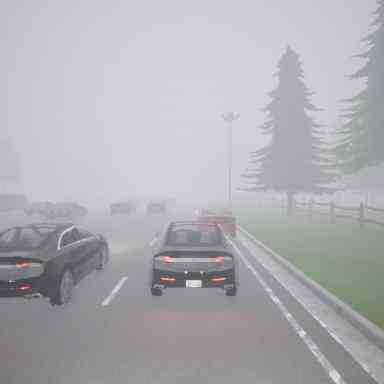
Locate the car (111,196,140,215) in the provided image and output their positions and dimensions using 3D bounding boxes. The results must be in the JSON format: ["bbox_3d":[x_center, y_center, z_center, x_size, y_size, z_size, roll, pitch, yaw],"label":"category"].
[{"bbox_3d":[-6.909,1.477,34.055,1.882,1.535,5.008,0,0,0],"label":"car"}]

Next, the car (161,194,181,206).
[{"bbox_3d":[-3.415,1.491,54.703,2.128,1.511,4.902,0,0,0],"label":"car"}]

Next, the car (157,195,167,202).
[{"bbox_3d":[-7.021,1.500,78.755,1.837,1.490,4.892,0,0,0],"label":"car"}]

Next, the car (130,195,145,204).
[{"bbox_3d":[-10.416,1.351,60.578,2.097,1.767,4.553,0,0,0],"label":"car"}]

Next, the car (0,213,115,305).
[{"bbox_3d":[-3.402,1.491,8.032,2.128,1.511,4.902,0,0,0],"label":"car"}]

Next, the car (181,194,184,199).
[{"bbox_3d":[-3.513,1.540,73.076,2.033,1.411,5.357,0,0,0],"label":"car"}]

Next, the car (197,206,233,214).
[{"bbox_3d":[1.220,1.478,17.951,1.882,1.535,5.008,0,0,0],"label":"car"}]

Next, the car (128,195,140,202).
[{"bbox_3d":[-14.022,1.477,80.363,1.882,1.535,5.008,0,0,0],"label":"car"}]

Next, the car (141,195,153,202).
[{"bbox_3d":[-10.521,1.525,78.654,2.128,1.511,4.902,0,0,0],"label":"car"}]

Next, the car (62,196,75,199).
[{"bbox_3d":[-22.493,1.477,60.544,1.882,1.535,5.008,0,0,-28],"label":"car"}]

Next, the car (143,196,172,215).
[{"bbox_3d":[-3.409,1.477,33.773,1.882,1.535,5.008,0,0,0],"label":"car"}]

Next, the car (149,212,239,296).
[{"bbox_3d":[0.050,1.491,8.609,2.128,1.511,4.902,0,0,0],"label":"car"}]

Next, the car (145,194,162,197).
[{"bbox_3d":[-6.916,1.491,61.306,2.128,1.511,4.902,0,0,0],"label":"car"}]

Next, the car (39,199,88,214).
[{"bbox_3d":[-10.405,1.547,27.950,2.033,1.411,5.357,0,0,0],"label":"car"}]

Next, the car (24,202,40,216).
[{"bbox_3d":[-14.122,1.601,31.871,1.895,1.301,4.718,0,0,-3],"label":"car"}]
